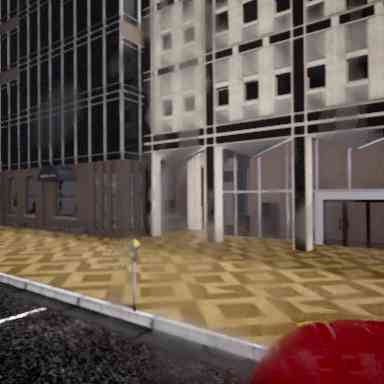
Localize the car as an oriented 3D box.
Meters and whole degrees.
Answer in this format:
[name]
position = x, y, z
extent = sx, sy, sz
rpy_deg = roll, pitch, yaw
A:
[car]
position = 2.508, 1.305, 1.088
extent = 5.009, 1.841, 2.192
rpy_deg = 0, -1, 36
